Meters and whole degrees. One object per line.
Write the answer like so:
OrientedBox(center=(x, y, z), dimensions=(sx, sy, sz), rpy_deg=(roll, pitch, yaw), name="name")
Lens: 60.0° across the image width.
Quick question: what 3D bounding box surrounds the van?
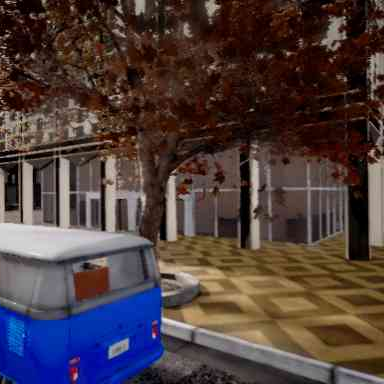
OrientedBox(center=(-2.258, 1.376, 4.484), dimensions=(3.998, 1.788, 1.690), rpy_deg=(-1, -1, 35), name="van")
